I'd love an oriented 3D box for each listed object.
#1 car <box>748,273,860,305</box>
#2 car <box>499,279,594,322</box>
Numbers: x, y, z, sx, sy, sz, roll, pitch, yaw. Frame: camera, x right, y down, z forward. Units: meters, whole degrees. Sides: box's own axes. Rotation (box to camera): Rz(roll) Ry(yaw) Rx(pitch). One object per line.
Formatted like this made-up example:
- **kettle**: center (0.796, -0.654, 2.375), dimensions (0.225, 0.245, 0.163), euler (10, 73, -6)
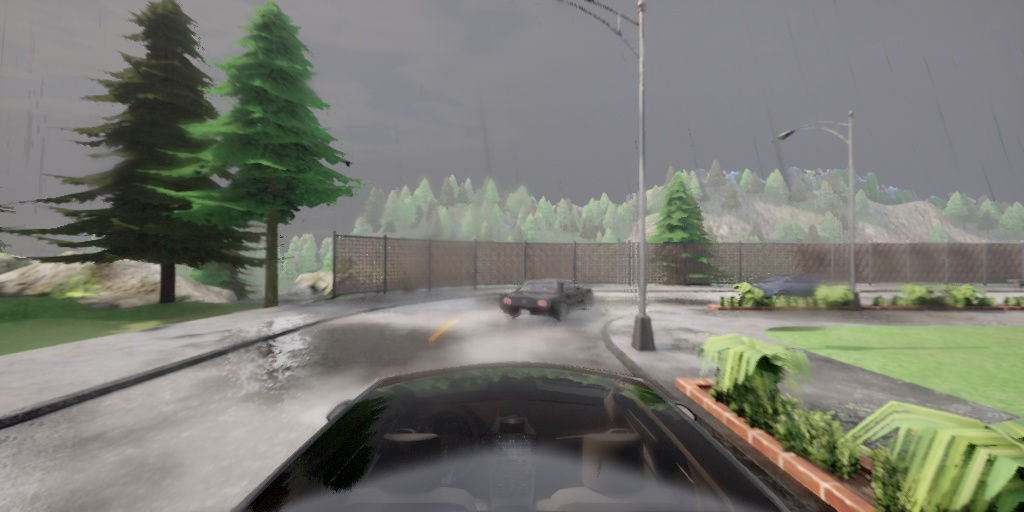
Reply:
- **car**: center (12.931, 1.476, 16.146), dimensions (4.181, 1.385, 1.994), euler (0, -1, 1)
- **car**: center (1.485, 1.478, 12.984), dimensions (1.895, 1.301, 4.718), euler (0, -1, 28)
